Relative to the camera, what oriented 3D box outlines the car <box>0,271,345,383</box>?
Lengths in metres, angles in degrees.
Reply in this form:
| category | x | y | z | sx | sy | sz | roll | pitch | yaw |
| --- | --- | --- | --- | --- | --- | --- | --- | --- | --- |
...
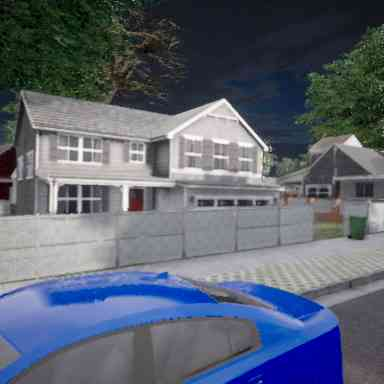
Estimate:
| category | x | y | z | sx | sy | sz | roll | pitch | yaw |
| --- | --- | --- | --- | --- | --- | --- | --- | --- | --- |
| car | -0.939 | 1.462 | 2.435 | 5.008 | 1.535 | 1.882 | 0 | 0 | -34 |
